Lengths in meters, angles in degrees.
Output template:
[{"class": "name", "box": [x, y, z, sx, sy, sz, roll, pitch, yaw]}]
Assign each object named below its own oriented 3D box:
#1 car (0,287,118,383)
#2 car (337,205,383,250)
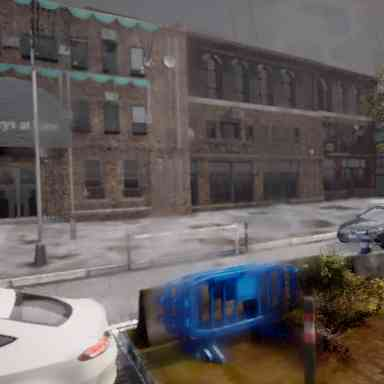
[{"class": "car", "box": [-3.110, 1.797, 3.260, 4.674, 1.452, 2.002, 0, 2, -27]}, {"class": "car", "box": [7.825, 1.278, 13.245, 4.674, 1.442, 1.812, -3, 1, -30]}]
